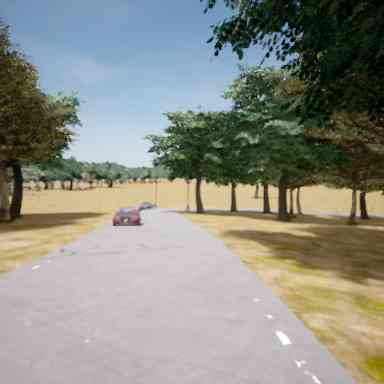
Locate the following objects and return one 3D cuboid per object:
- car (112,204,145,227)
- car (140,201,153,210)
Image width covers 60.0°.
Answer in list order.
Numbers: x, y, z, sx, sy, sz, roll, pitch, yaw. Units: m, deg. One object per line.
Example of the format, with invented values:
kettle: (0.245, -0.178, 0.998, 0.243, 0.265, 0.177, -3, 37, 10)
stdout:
car: (-4.843, 1.822, 25.215, 1.994, 1.385, 4.181, 0, -1, -7)
car: (-9.191, 2.603, 66.153, 2.097, 1.767, 4.553, 0, -1, 3)
